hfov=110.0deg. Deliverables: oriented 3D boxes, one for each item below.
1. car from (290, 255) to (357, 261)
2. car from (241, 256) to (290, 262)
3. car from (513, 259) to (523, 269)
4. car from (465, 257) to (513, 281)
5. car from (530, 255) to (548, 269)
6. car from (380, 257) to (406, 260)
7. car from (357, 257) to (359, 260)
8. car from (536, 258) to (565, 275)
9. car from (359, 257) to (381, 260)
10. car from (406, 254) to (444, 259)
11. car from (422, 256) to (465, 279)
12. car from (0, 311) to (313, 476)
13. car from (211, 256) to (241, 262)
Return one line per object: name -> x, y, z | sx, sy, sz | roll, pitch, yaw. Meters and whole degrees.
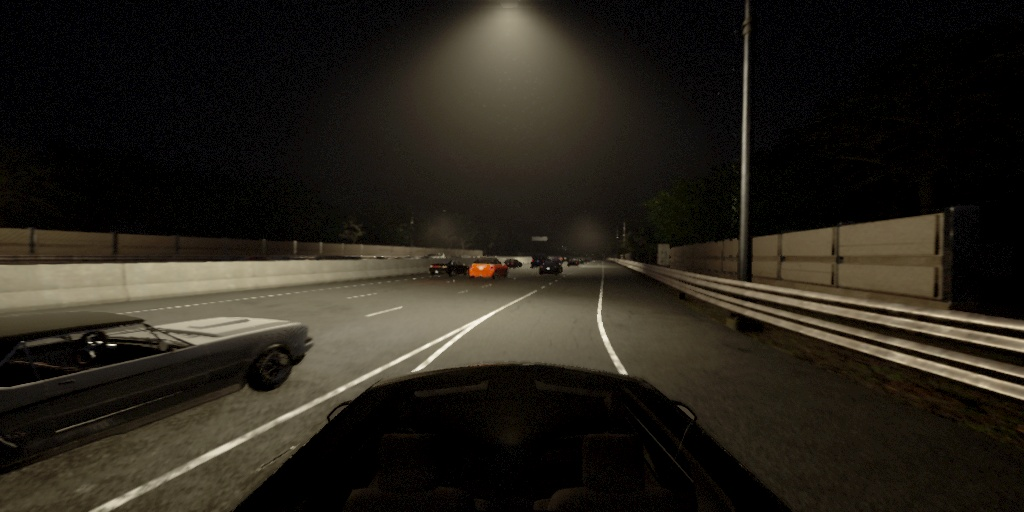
car -> -15.886, 0.698, 30.539 | 2.097, 1.767, 4.553 | 1, 0, 15
car -> -19.530, 0.774, 30.446 | 2.128, 1.511, 4.902 | 1, 0, 15
car -> 0.065, 1.088, 50.121 | 2.033, 1.411, 5.357 | 1, 0, 14
car -> -1.768, 0.953, 28.873 | 2.097, 1.767, 4.553 | 1, 0, 14
car -> 4.214, 0.828, 52.209 | 2.150, 2.045, 5.566 | 1, 0, 14
car -> -15.021, 0.886, 47.852 | 1.895, 1.301, 4.718 | 1, 0, 15
car -> -22.008, 0.705, 48.735 | 2.033, 1.411, 5.357 | 1, 0, 15
car -> 4.117, 1.231, 37.715 | 1.994, 1.385, 4.181 | 1, 0, 14
car -> -18.343, 0.785, 48.958 | 1.994, 1.385, 4.181 | 1, 0, 15
car -> -11.452, 0.840, 47.679 | 2.128, 1.511, 4.902 | 1, 0, 15
car -> -5.144, 1.030, 29.804 | 2.128, 1.511, 4.902 | 1, 0, 14
car -> -4.636, 1.262, 3.869 | 1.895, 1.301, 4.718 | 1, 0, 15
car -> -22.919, 0.745, 31.313 | 1.812, 1.442, 4.674 | 1, 0, 15
